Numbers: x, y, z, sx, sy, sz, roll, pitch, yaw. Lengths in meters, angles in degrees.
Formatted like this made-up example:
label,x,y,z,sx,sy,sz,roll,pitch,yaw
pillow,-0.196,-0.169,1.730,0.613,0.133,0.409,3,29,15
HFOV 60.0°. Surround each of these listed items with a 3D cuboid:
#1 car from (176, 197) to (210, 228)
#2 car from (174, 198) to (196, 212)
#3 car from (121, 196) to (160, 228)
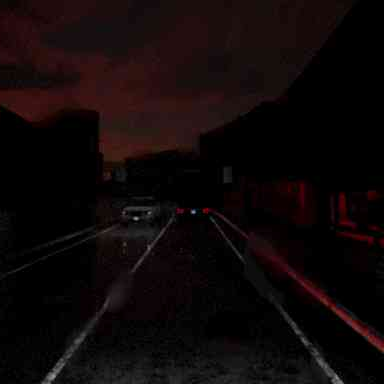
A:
label,x,y,z,sx,sy,sz,roll,pitch,yaw
car,0.107,1.341,23.219,2.150,2.045,5.566,0,0,0
car,-0.908,1.524,41.166,2.128,1.511,4.902,0,1,-8
car,-3.536,1.342,23.897,2.150,2.045,5.566,0,0,0
